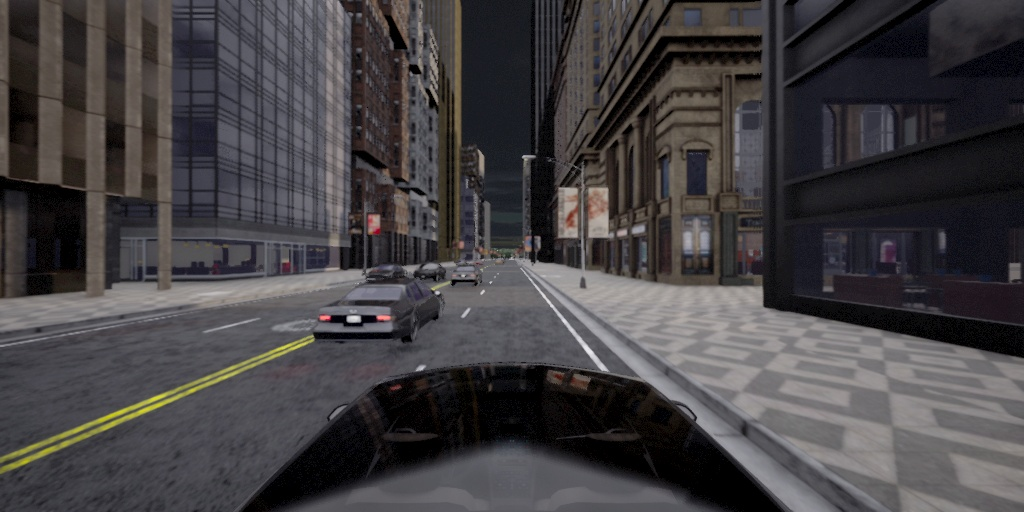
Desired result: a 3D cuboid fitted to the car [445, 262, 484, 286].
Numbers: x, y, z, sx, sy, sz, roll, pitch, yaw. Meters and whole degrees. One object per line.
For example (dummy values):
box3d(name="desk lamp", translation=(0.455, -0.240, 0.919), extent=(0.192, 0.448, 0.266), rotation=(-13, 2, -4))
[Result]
box3d(name="car", translation=(-3.162, 1.338, 25.789), extent=(2.033, 1.411, 5.357), rotation=(0, 0, 0))

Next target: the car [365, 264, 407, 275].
box3d(name="car", translation=(-9.857, 1.344, 28.605), extent=(2.033, 1.411, 5.357), rotation=(0, 0, 0))

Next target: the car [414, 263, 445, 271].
box3d(name="car", translation=(-6.606, 1.275, 29.109), extent=(1.882, 1.535, 5.008), rotation=(0, 0, 0))

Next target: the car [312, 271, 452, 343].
box3d(name="car", translation=(-3.160, 1.311, 9.677), extent=(2.033, 1.411, 5.357), rotation=(0, 0, 0))
